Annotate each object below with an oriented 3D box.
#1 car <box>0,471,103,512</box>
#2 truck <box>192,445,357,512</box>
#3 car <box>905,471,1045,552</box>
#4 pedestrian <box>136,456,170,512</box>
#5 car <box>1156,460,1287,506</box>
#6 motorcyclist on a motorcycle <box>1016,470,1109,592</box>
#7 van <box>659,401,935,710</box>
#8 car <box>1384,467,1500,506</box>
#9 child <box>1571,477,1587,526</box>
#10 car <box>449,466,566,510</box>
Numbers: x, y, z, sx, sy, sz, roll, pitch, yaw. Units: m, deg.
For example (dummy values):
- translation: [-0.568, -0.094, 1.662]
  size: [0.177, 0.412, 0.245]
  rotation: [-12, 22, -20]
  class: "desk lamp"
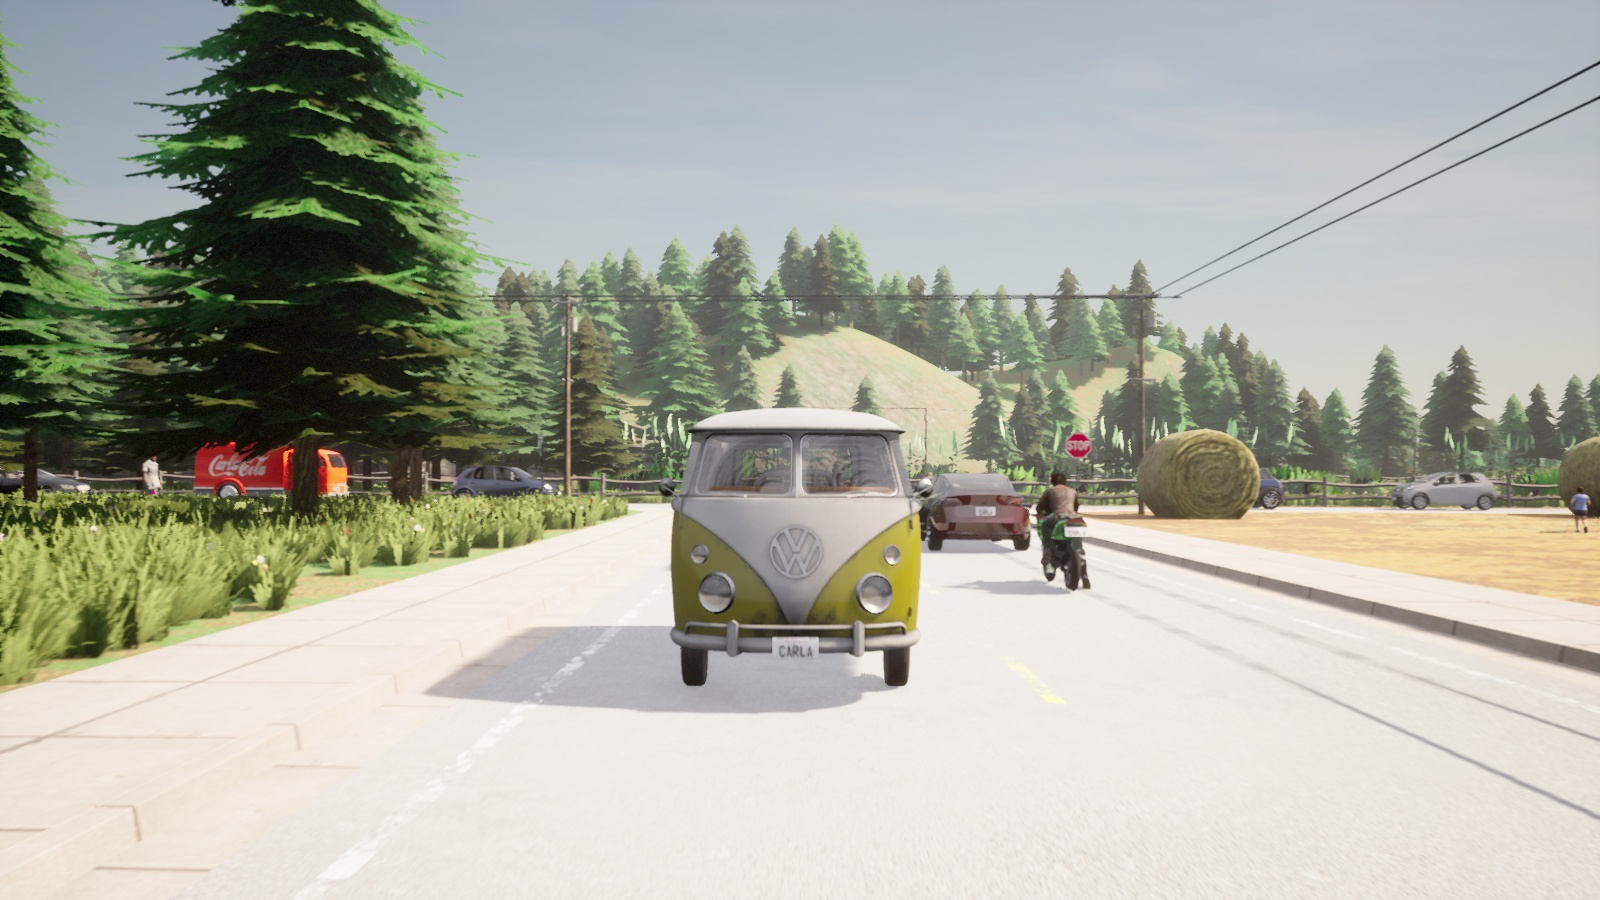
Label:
- translation: [-29.844, 1.581, 48.306]
  size: [4.902, 1.511, 2.128]
  rotation: [0, -1, 1]
  class: "car"
- translation: [-20.073, 1.089, 48.124]
  size: [5.204, 2.467, 2.627]
  rotation: [0, -1, 2]
  class: "truck"
- translation: [3.439, 1.181, 25.659]
  size: [2.163, 1.488, 4.792]
  rotation: [0, -1, 0]
  class: "car"
- translation: [-22.639, 1.184, 43.944]
  size: [0.873, 1.952, 0.659]
  rotation: [-1, -1, 21]
  class: "pedestrian"
- translation: [16.706, 1.315, 49.947]
  size: [4.553, 1.767, 2.097]
  rotation: [0, -1, 3]
  class: "car"
- translation: [3.460, 1.030, 16.718]
  size: [0.797, 1.523, 2.044]
  rotation: [0, -1, 0]
  class: "motorcyclist on a motorcycle"
- translation: [-0.026, 0.721, 10.342]
  size: [1.775, 1.987, 4.442]
  rotation: [0, -1, 0]
  class: "van"
- translation: [25.291, 1.430, 49.548]
  size: [3.633, 1.501, 1.845]
  rotation: [0, -1, 3]
  class: "car"
- translation: [17.750, 1.174, 28.604]
  size: [0.255, 1.110, 0.394]
  rotation: [-1, -1, 25]
  class: "child"
- translation: [-11.085, 1.432, 47.726]
  size: [3.988, 1.617, 1.851]
  rotation: [0, -1, 3]
  class: "car"
